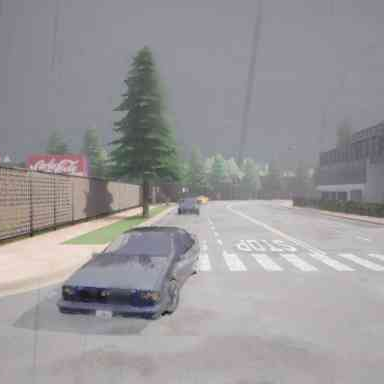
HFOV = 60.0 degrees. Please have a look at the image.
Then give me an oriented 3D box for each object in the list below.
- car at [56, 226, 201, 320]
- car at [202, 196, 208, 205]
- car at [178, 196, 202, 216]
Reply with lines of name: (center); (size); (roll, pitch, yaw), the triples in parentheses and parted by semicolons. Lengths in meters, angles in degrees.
car: (-0.950, 1.552, 7.902); (2.033, 1.411, 5.357); (0, 0, 10)
car: (1.365, 1.429, 58.759); (1.882, 1.535, 5.008); (-1, 0, 21)
car: (-0.290, 1.350, 32.806); (2.097, 1.767, 4.553); (0, 0, 1)
